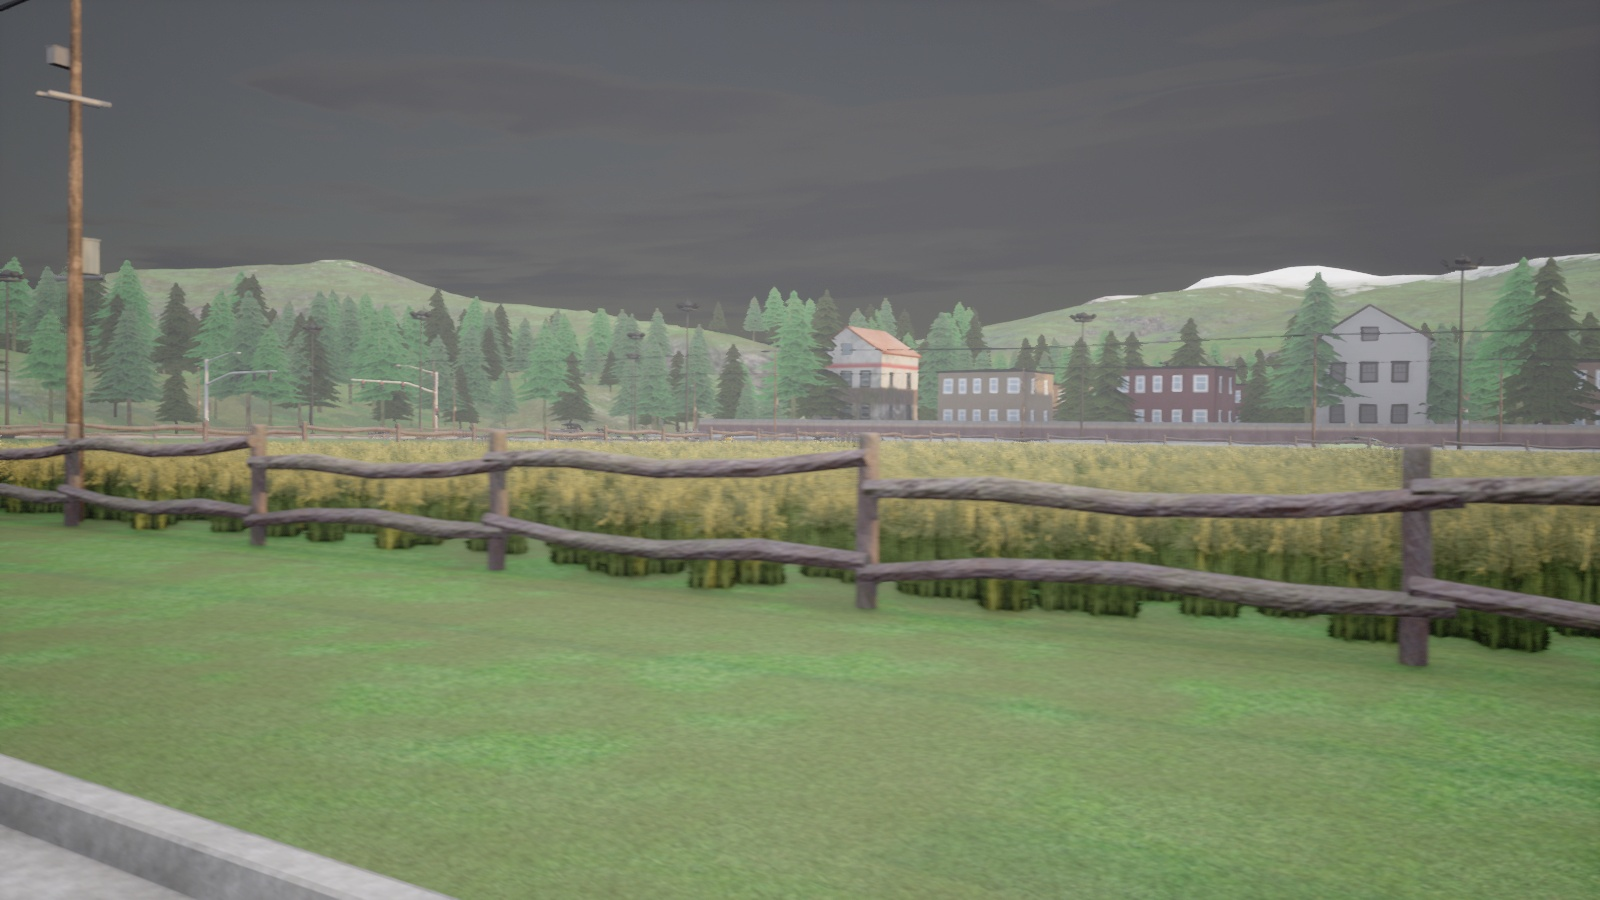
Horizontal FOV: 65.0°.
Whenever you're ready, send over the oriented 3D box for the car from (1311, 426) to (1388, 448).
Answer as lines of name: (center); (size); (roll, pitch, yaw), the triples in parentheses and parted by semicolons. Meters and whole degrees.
car: (37.664, -0.903, 86.133); (4.514, 1.525, 2.007); (0, 1, 34)
